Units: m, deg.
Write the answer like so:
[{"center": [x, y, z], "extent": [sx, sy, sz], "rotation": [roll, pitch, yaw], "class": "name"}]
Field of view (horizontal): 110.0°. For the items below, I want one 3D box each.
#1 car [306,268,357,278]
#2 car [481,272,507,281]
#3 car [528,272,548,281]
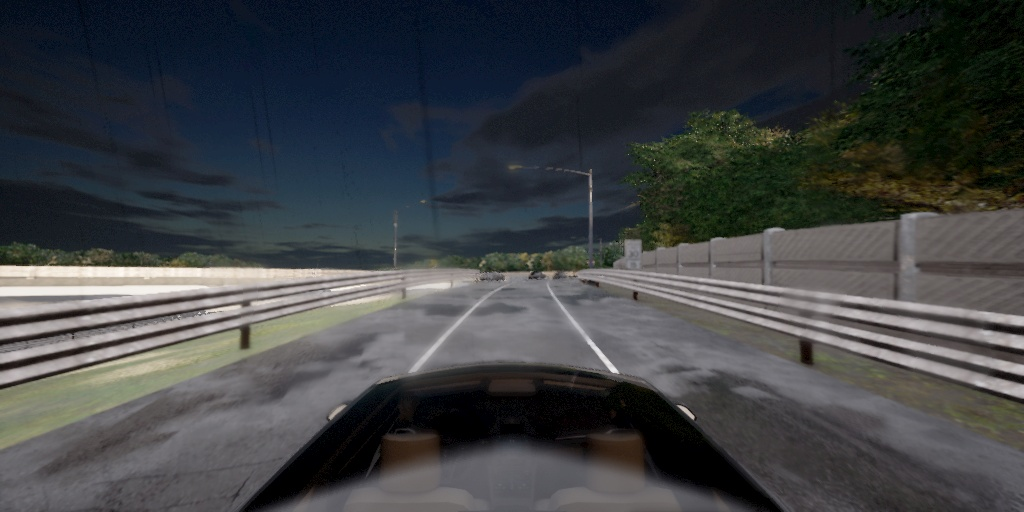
[{"center": [-17.801, 1.941, 35.853], "extent": [4.902, 1.511, 2.128], "rotation": [3, -4, -41], "class": "car"}, {"center": [-2.560, 2.969, 51.842], "extent": [1.994, 1.385, 4.181], "rotation": [-2, -4, 37], "class": "car"}, {"center": [4.592, 3.527, 62.204], "extent": [1.837, 1.490, 4.892], "rotation": [-1, -4, 31], "class": "car"}]
